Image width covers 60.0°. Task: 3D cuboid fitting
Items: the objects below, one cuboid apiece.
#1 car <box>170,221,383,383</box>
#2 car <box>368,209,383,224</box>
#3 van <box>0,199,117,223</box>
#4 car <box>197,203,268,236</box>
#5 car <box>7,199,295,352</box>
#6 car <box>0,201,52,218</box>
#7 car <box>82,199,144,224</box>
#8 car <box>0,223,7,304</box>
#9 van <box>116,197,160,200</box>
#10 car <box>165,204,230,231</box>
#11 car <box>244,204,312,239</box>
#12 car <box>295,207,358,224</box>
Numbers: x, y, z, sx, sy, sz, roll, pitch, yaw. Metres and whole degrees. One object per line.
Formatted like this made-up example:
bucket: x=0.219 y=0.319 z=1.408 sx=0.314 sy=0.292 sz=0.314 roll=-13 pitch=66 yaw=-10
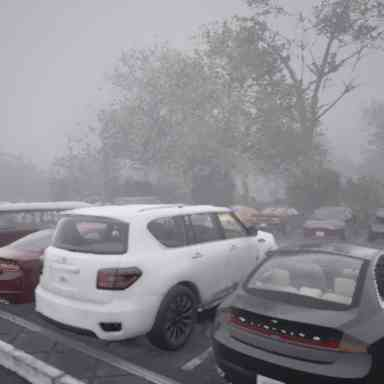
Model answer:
car: x=2.119 y=1.475 z=4.948 sx=2.231 sy=1.521 sz=4.892 roll=-1 pitch=0 yaw=35
car: x=9.592 y=1.506 z=15.724 sx=2.163 sy=1.488 sz=4.792 roll=-1 pitch=0 yaw=35
van: x=-4.669 y=1.315 z=9.925 sx=1.878 sy=1.987 sz=4.442 roll=-1 pitch=0 yaw=35
car: x=2.658 y=1.539 z=20.394 sx=1.946 sy=1.575 sz=5.366 roll=-1 pitch=0 yaw=35
car: x=-0.151 y=1.245 z=6.603 sx=2.435 sy=2.045 sz=5.566 roll=-1 pitch=0 yaw=35
car: x=-17.640 y=1.800 z=35.091 sx=2.097 sy=1.535 sz=5.008 roll=-1 pitch=-1 yaw=36
car: x=-6.325 y=1.508 z=26.981 sx=2.185 sy=1.767 sz=4.553 roll=-1 pitch=0 yaw=35
car: x=-2.454 y=1.518 z=8.200 sx=2.097 sy=1.535 sz=5.008 roll=-1 pitch=0 yaw=35
van: x=-3.976 y=1.382 z=25.488 sx=1.878 sy=1.987 sz=4.442 roll=-1 pitch=0 yaw=35
car: x=0.495 y=1.604 z=22.158 sx=2.002 sy=1.452 sz=4.674 roll=-1 pitch=0 yaw=35
car: x=5.033 y=1.520 z=18.925 sx=2.097 sy=1.535 sz=5.008 roll=-1 pitch=0 yaw=35
car: x=7.288 y=1.528 z=17.291 sx=2.163 sy=1.488 sz=4.792 roll=-1 pitch=0 yaw=35
